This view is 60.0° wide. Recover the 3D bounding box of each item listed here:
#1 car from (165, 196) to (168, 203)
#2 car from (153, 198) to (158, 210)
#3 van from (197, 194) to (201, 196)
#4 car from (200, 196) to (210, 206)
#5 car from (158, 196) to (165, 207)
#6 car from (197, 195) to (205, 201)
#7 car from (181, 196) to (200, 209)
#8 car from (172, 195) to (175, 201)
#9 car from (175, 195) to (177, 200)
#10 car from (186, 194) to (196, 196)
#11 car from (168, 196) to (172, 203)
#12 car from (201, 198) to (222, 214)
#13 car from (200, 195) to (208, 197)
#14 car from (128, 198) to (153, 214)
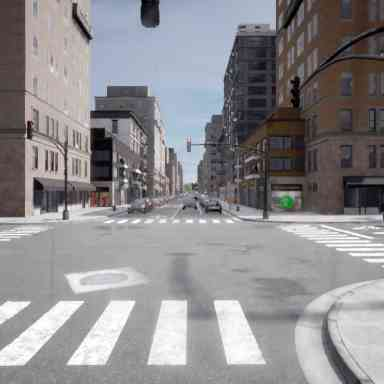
[{"bbox_3d":[-5.783,1.634,58.186,2.008,1.369,4.403,0,0,0],"label":"car"},{"bbox_3d":[-5.768,1.490,41.654,1.967,1.590,4.097,0,0,0],"label":"car"},{"bbox_3d":[2.242,1.424,58.193,1.690,1.788,3.998,0,0,0],"label":"van"},{"bbox_3d":[2.252,1.641,47.172,1.802,1.307,4.206,0,0,0],"label":"car"},{"bbox_3d":[-5.778,1.653,52.675,1.802,1.307,4.206,0,0,0],"label":"car"},{"bbox_3d":[2.218,1.600,85.747,1.967,1.590,4.097,0,0,0],"label":"car"},{"bbox_3d":[-0.291,1.605,46.156,2.033,1.411,5.357,0,0,0],"label":"car"},{"bbox_3d":[-5.802,1.694,80.229,2.008,1.369,4.403,0,0,0],"label":"car"},{"bbox_3d":[-5.811,1.721,91.251,1.887,1.381,4.507,0,0,0],"label":"car"},{"bbox_3d":[-0.319,1.715,70.327,1.895,1.301,4.718,0,0,0],"label":"car"},{"bbox_3d":[-5.793,1.552,69.208,1.967,1.590,4.097,0,0,0],"label":"car"},{"bbox_3d":[2.261,1.606,36.149,1.947,1.339,4.313,0,0,0],"label":"car"},{"bbox_3d":[2.247,1.637,52.682,1.947,1.339,4.313,0,0,0],"label":"car"},{"bbox_3d":[-5.764,1.480,36.143,1.967,1.590,4.097,0,0,0],"label":"car"}]
